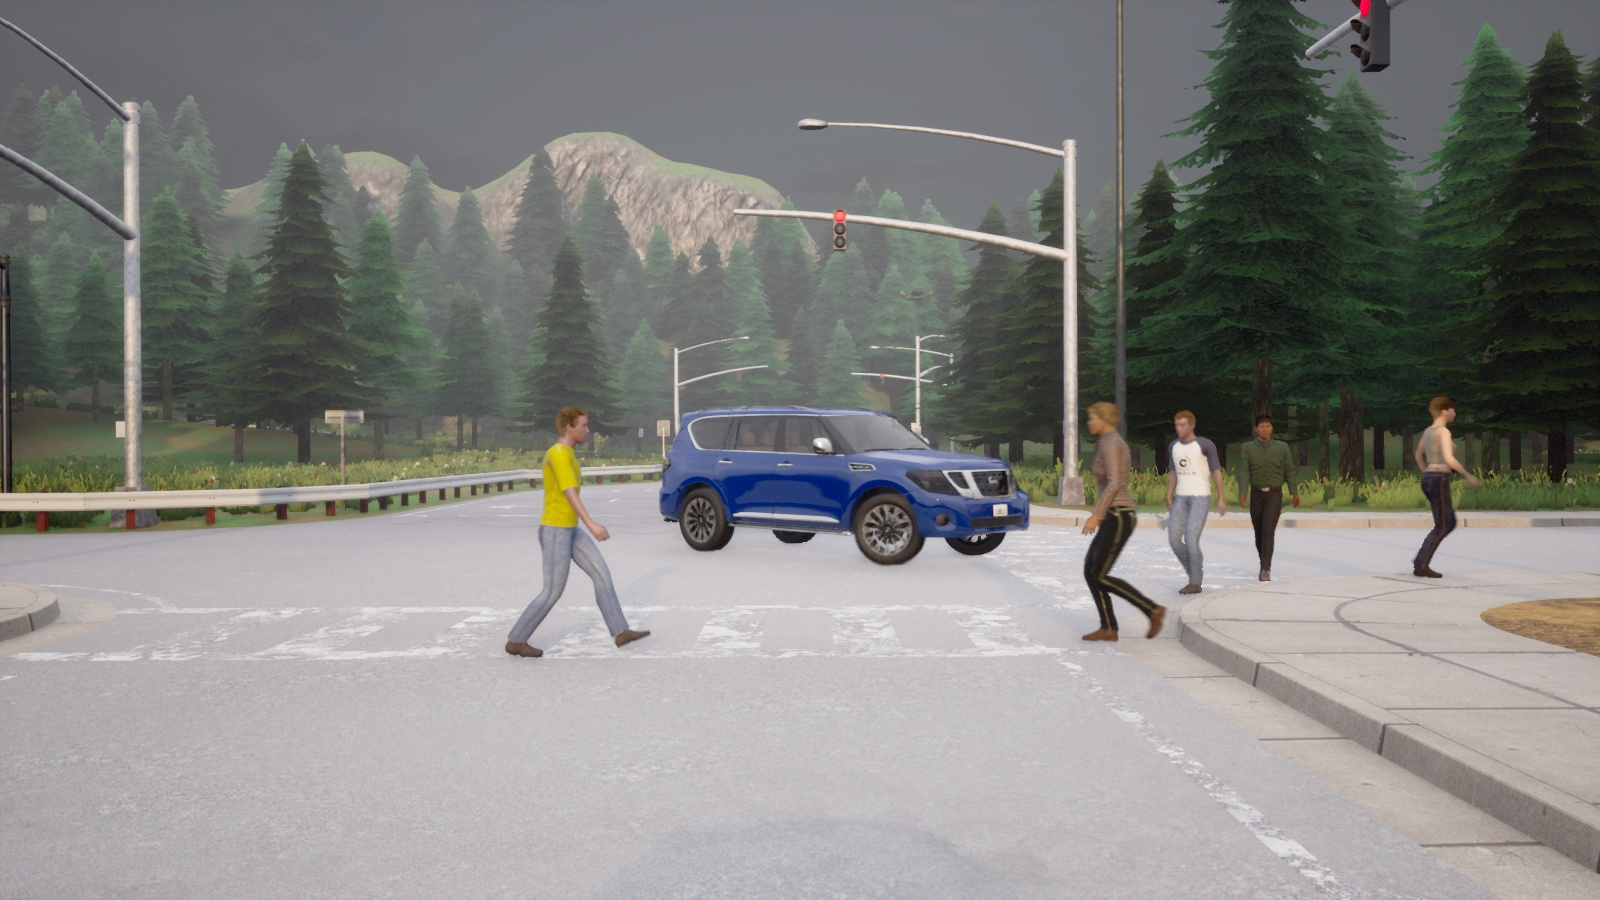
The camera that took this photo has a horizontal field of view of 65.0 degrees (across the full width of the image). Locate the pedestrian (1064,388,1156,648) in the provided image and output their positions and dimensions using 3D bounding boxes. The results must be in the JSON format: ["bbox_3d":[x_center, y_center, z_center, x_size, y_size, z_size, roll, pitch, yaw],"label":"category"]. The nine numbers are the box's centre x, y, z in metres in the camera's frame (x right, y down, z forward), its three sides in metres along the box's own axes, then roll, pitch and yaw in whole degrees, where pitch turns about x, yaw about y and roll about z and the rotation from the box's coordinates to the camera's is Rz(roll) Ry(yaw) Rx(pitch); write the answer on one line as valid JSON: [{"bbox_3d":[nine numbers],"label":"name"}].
[{"bbox_3d":[2.256,0.483,9.160,0.634,1.846,0.331,0,0,13],"label":"pedestrian"}]

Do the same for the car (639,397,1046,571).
[{"bbox_3d":[0.414,0.398,17.422,5.566,2.045,2.150,0,0,42],"label":"car"}]

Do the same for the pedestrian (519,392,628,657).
[{"bbox_3d":[-1.593,0.516,8.881,0.706,1.836,0.354,0,0,-1],"label":"pedestrian"}]

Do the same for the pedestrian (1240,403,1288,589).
[{"bbox_3d":[5.022,0.481,13.581,0.423,1.949,0.788,0,0,25],"label":"pedestrian"}]

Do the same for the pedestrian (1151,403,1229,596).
[{"bbox_3d":[3.820,0.471,12.292,0.706,1.836,0.354,0,0,-33],"label":"pedestrian"}]

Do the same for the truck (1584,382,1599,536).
[{"bbox_3d":[15.399,0.143,19.159,5.204,2.467,2.627,0,0,1],"label":"truck"}]

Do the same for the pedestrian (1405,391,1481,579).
[{"bbox_3d":[6.375,0.340,12.468,0.594,1.836,0.345,0,0,9],"label":"pedestrian"}]
